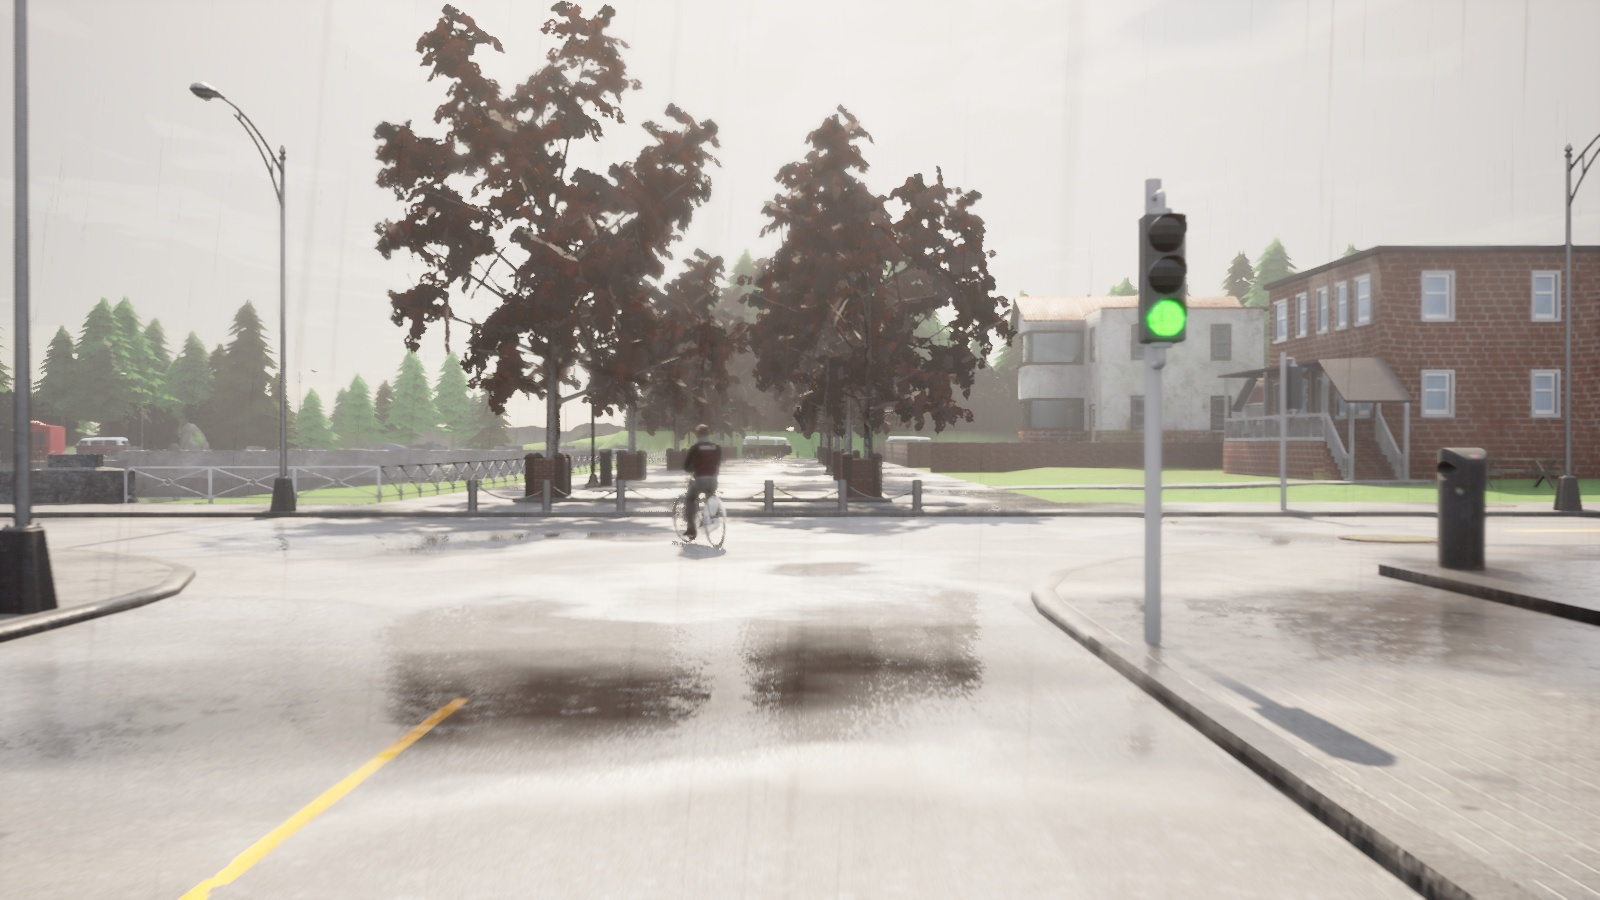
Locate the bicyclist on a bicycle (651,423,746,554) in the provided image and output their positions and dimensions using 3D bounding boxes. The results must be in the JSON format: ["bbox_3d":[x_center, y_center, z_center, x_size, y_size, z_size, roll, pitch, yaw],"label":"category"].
[{"bbox_3d":[-1.493,0.514,18.133,0.659,1.776,1.843,-2,1,-28],"label":"bicyclist on a bicycle"}]
